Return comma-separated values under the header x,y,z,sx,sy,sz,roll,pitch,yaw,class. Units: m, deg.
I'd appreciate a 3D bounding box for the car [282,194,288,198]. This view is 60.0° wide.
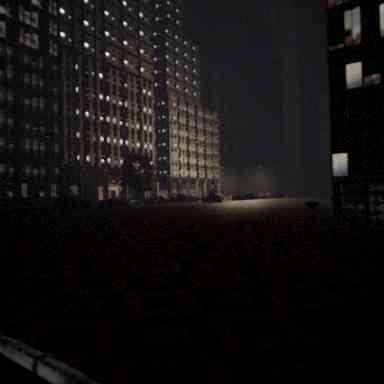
x,y,z,sx,sy,sz,roll,pitch,yaw,class
22.471,1.101,85.562,1.947,1.339,4.313,-2,-1,35,car

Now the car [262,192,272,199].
x,y,z,sx,sy,sz,roll,pitch,yaw,class
16.066,1.020,76.412,1.967,1.590,4.097,-2,-1,35,car

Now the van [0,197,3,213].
x,y,z,sx,sy,sz,roll,pitch,yaw,class
-22.377,1.416,34.951,1.690,1.788,3.998,-2,-1,35,van

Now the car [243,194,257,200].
x,y,z,sx,sy,sz,roll,pitch,yaw,class
15.750,1.327,90.201,1.887,1.381,4.507,-2,-1,35,car

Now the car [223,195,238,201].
x,y,z,sx,sy,sz,roll,pitch,yaw,class
9.396,1.369,80.994,1.887,1.381,4.507,-2,-1,35,car

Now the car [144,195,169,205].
x,y,z,sx,sy,sz,roll,pitch,yaw,class
-6.491,1.382,57.972,1.967,1.590,4.097,-2,-1,35,car

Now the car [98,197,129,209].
x,y,z,sx,sy,sz,roll,pitch,yaw,class
-9.362,1.358,39.679,1.802,1.307,4.206,-2,-1,35,car

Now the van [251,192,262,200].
x,y,z,sx,sy,sz,roll,pitch,yaw,class
12.876,0.944,71.827,1.690,1.788,3.998,-2,-1,35,van

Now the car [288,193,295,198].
x,y,z,sx,sy,sz,roll,pitch,yaw,class
25.738,1.039,90.300,1.752,1.417,4.829,-2,-1,35,car

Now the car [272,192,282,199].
x,y,z,sx,sy,sz,roll,pitch,yaw,class
19.257,0.873,80.995,2.192,1.841,5.009,-2,-1,35,car

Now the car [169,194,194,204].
x,y,z,sx,sy,sz,roll,pitch,yaw,class
-2.287,1.062,59.313,1.837,1.490,4.892,-2,-1,35,car

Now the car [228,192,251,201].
x,y,z,sx,sy,sz,roll,pitch,yaw,class
9.679,1.067,67.249,1.967,1.590,4.097,-2,-1,35,car

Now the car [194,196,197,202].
x,y,z,sx,sy,sz,roll,pitch,yaw,class
-0.135,1.444,67.180,2.008,1.369,4.403,-2,-1,35,car

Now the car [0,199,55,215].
x,y,z,sx,sy,sz,roll,pitch,yaw,class
-15.610,1.356,30.626,1.752,1.417,4.829,-2,-1,35,car

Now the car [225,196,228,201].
x,y,z,sx,sy,sz,roll,pitch,yaw,class
6.217,1.287,76.390,1.967,1.590,4.097,-2,-1,35,car

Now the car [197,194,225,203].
x,y,z,sx,sy,sz,roll,pitch,yaw,class
3.429,1.198,58.199,1.752,1.417,4.829,-2,-1,35,car

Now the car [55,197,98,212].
x,y,z,sx,sy,sz,roll,pitch,yaw,class
-12.536,1.244,35.083,1.967,1.590,4.097,-2,-1,35,car

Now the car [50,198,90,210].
x,y,z,sx,sy,sz,roll,pitch,yaw,class
-16.115,1.546,44.018,1.752,1.417,4.829,-2,-1,35,car

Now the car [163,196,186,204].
x,y,z,sx,sy,sz,roll,pitch,yaw,class
-3.311,1.462,62.575,1.887,1.381,4.507,-2,-1,35,car

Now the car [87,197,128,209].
x,y,z,sx,sy,sz,roll,pitch,yaw,class
-11.581,1.468,45.998,2.033,1.411,5.357,-2,-1,35,car
